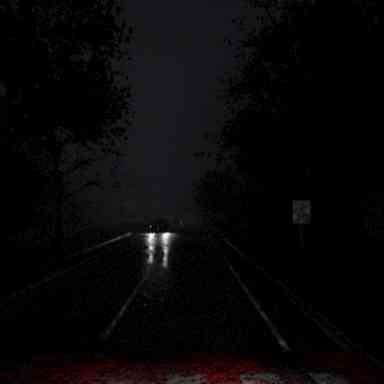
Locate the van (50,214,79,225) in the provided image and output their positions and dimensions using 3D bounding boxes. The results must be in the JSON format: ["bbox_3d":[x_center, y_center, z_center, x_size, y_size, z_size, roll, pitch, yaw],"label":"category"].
[{"bbox_3d":[-23.615,5.005,60.443,4.442,1.987,1.878,0,-5,0],"label":"van"}]

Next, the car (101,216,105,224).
[{"bbox_3d":[-23.511,6.711,76.971,5.008,1.535,2.097,0,-5,0],"label":"car"}]

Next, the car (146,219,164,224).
[{"bbox_3d":[-10.483,8.301,93.505,4.792,1.488,2.163,0,-6,0],"label":"car"}]

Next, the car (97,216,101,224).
[{"bbox_3d":[-23.481,6.346,74.348,4.553,1.767,2.185,0,-5,0],"label":"car"}]

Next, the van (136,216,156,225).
[{"bbox_3d":[-10.552,6.536,76.933,4.442,1.987,1.878,0,-5,0],"label":"van"}]

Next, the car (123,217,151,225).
[{"bbox_3d":[-10.428,5.514,63.092,5.008,1.535,2.097,0,-5,0],"label":"car"}]

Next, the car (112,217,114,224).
[{"bbox_3d":[-23.343,7.724,88.133,5.366,1.575,1.946,0,-5,0],"label":"car"}]

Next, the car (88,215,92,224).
[{"bbox_3d":[-23.319,5.718,66.063,5.366,1.575,1.946,0,-5,0],"label":"car"}]

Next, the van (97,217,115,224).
[{"bbox_3d":[-23.413,7.752,90.910,4.442,1.987,1.878,0,-5,0],"label":"van"}]

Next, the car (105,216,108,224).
[{"bbox_3d":[-23.514,6.973,79.855,5.008,1.535,2.097,0,-5,0],"label":"car"}]

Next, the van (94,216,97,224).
[{"bbox_3d":[-23.626,5.995,71.599,4.442,1.987,1.878,0,-5,0],"label":"van"}]

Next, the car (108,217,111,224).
[{"bbox_3d":[-23.516,7.225,82.614,4.892,1.521,2.231,0,-5,0],"label":"car"}]

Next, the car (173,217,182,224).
[{"bbox_3d":[-3.360,6.539,76.406,2.097,1.767,4.553,0,-5,0],"label":"car"}]

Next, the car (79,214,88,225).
[{"bbox_3d":[-23.528,5.225,63.327,5.566,2.045,2.435,0,-5,0],"label":"car"}]

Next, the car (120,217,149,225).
[{"bbox_3d":[-10.424,5.280,60.330,4.892,1.521,2.231,0,-5,0],"label":"car"}]

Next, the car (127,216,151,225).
[{"bbox_3d":[-10.455,5.634,65.869,4.553,1.767,2.185,0,-5,0],"label":"car"}]

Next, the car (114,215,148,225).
[{"bbox_3d":[-10.230,5.050,57.571,5.366,1.575,1.946,0,-5,0],"label":"car"}]

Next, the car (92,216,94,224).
[{"bbox_3d":[-23.501,5.970,68.819,4.892,1.521,2.231,0,-5,0],"label":"car"}]

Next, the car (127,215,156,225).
[{"bbox_3d":[-10.398,5.757,68.641,5.566,2.045,2.435,0,-5,0],"label":"car"}]

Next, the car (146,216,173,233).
[{"bbox_3d":[-3.393,3.570,35.653,1.837,1.490,4.892,0,-4,0],"label":"car"}]

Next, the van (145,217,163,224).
[{"bbox_3d":[-10.333,7.795,90.757,4.442,1.987,1.878,0,-5,0],"label":"van"}]
